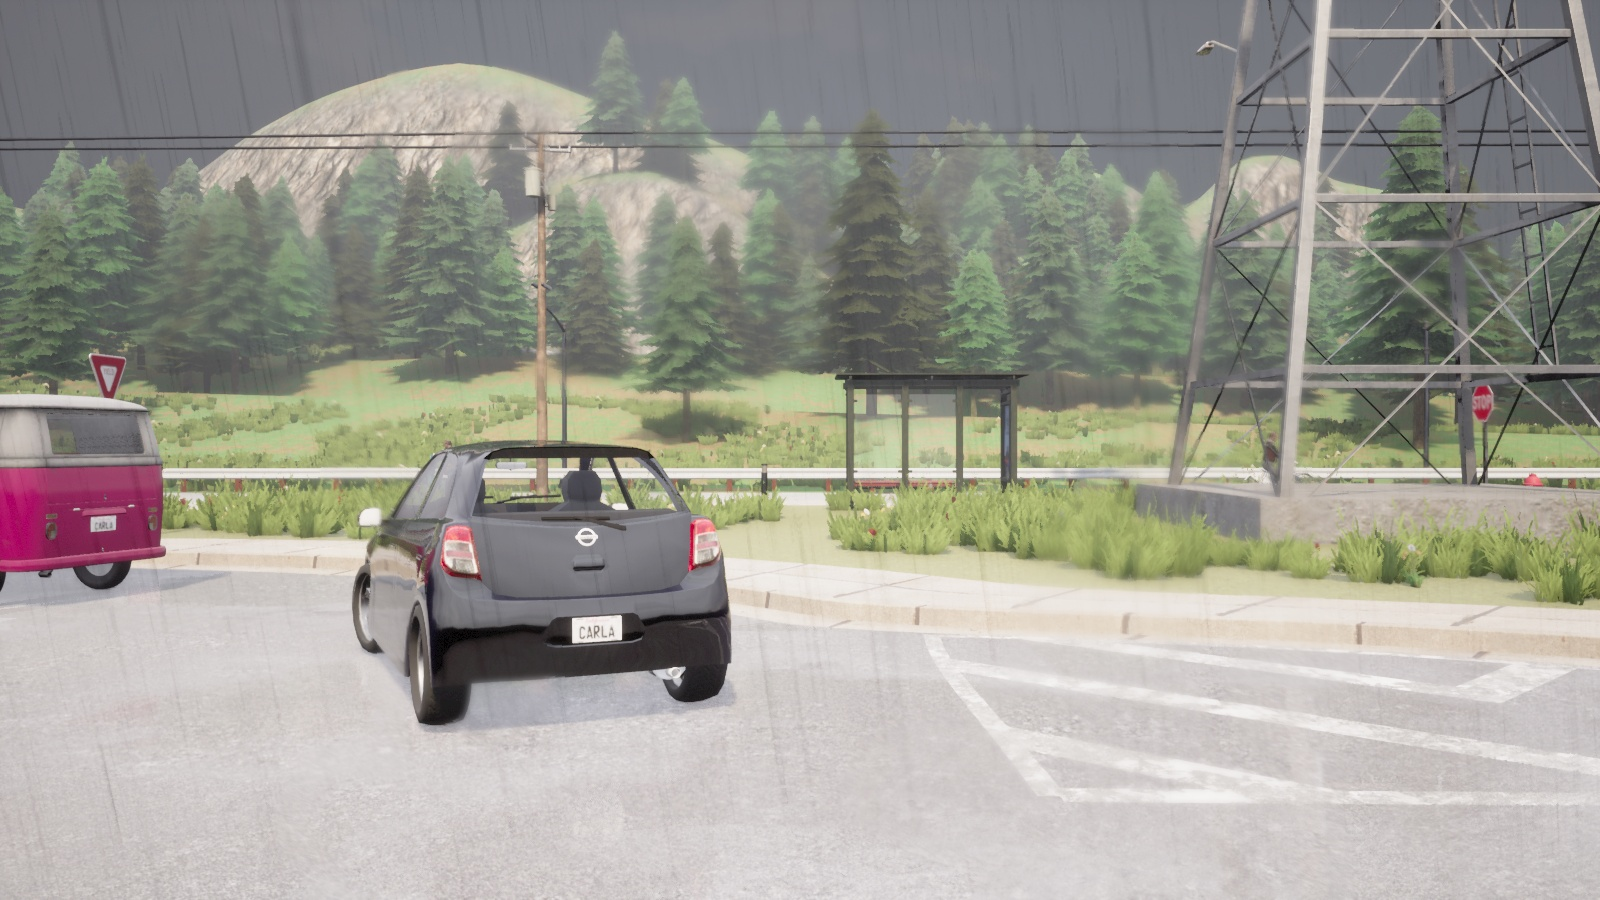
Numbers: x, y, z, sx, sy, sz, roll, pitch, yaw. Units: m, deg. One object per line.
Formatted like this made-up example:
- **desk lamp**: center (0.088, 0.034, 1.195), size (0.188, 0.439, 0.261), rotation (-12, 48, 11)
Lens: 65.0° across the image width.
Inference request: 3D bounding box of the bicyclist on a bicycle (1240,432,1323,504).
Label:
- **bicyclist on a bicycle**: center (12.133, 0.448, 31.649), size (1.843, 1.776, 0.659), rotation (0, 0, 1)

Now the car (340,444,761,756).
- **car**: center (-1.817, 0.713, 8.088), size (1.845, 1.501, 3.633), rotation (0, 0, -25)

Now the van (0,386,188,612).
- **van**: center (-8.610, 0.422, 12.534), size (4.442, 1.987, 1.775), rotation (0, 0, 16)
